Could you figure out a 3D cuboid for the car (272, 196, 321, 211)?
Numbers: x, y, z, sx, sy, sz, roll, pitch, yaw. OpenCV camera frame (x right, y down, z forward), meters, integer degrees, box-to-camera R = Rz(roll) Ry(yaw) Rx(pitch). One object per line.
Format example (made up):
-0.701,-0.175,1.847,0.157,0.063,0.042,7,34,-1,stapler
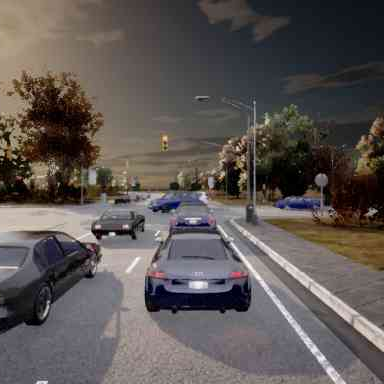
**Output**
11.898,1.253,37.246,5.008,1.535,1.882,0,0,-3,car

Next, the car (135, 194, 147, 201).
-10.865,1.101,71.169,1.895,1.301,4.718,0,1,-1,car

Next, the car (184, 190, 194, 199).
-0.799,0.573,83.388,2.150,2.045,5.566,0,1,-4,car

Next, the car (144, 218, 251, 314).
0.079,1.541,7.668,1.994,1.385,4.181,0,0,-1,car

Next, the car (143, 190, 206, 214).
-1.682,1.026,33.242,5.566,2.045,2.150,0,0,-36,car

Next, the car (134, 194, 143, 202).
-10.819,1.094,61.212,2.128,1.511,4.902,0,0,0,car

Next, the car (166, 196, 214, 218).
0.039,1.273,16.301,2.097,1.767,4.553,0,0,0,car

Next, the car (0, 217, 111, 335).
-3.418,1.528,6.978,2.033,1.411,5.357,0,0,-1,car

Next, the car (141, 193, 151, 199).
-11.214,0.904,81.446,1.812,1.442,4.674,0,1,-2,car

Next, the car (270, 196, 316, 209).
12.302,1.229,40.775,5.008,1.535,1.882,0,0,-3,car

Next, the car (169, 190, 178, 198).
-5.107,0.442,93.644,2.150,2.045,5.566,0,1,-7,car

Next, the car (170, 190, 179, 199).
-4.273,0.590,82.902,2.150,2.045,5.566,0,1,-3,car

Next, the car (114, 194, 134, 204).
-10.805,1.273,52.110,1.895,1.301,4.718,0,0,0,car

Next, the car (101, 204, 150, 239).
-3.482,1.519,16.622,1.895,1.301,4.718,0,0,-1,car

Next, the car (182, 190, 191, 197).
-1.619,0.401,94.035,2.097,1.767,4.553,0,1,-7,car
